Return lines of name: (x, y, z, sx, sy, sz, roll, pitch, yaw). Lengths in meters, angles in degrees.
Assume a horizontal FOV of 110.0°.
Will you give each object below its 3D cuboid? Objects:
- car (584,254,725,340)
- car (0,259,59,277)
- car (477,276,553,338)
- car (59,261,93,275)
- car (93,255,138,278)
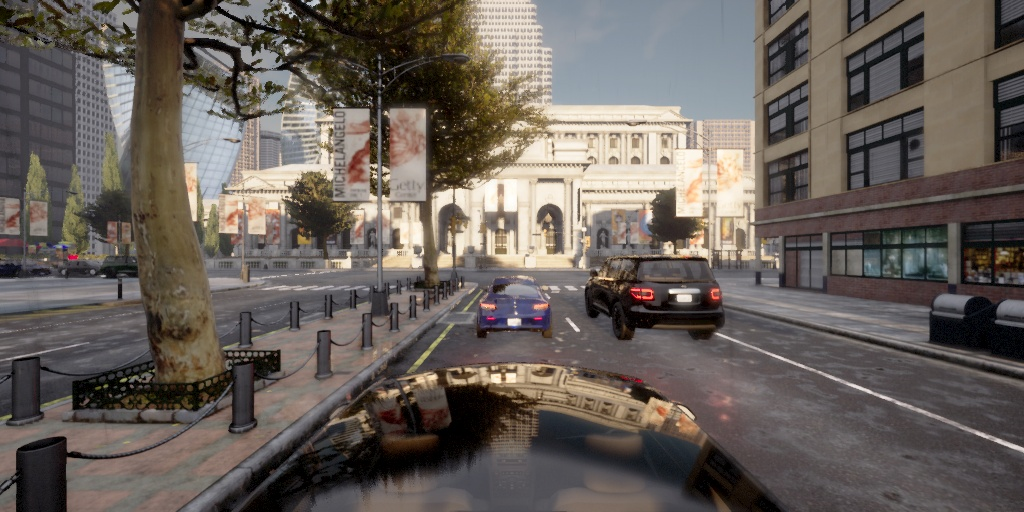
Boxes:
car: (3.579, 0.971, 10.121, 2.150, 2.045, 5.566, 0, 0, 0)
car: (-46.969, 1.103, 34.051, 4.553, 1.767, 2.097, 0, 0, -3)
car: (0.072, 1.275, 10.110, 1.812, 1.442, 4.674, 0, 0, 0)
car: (-44.450, 1.254, 37.615, 4.892, 1.490, 1.837, 0, 0, -1)
car: (-35.668, 0.970, 34.171, 5.566, 2.045, 2.150, 0, 0, 0)
